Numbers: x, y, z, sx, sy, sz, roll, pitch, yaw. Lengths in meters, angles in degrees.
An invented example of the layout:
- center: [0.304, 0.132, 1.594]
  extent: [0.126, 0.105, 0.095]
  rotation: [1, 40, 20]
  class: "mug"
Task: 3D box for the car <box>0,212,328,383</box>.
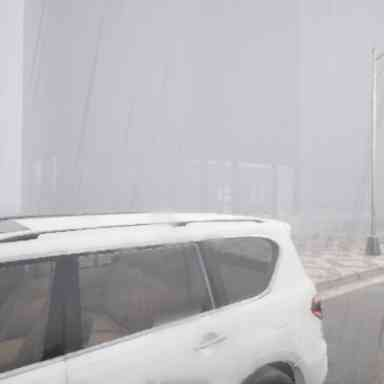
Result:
- center: [-1.306, 1.224, 2.443]
  extent: [5.566, 2.045, 2.150]
  rotation: [1, 0, -36]
  class: "car"
